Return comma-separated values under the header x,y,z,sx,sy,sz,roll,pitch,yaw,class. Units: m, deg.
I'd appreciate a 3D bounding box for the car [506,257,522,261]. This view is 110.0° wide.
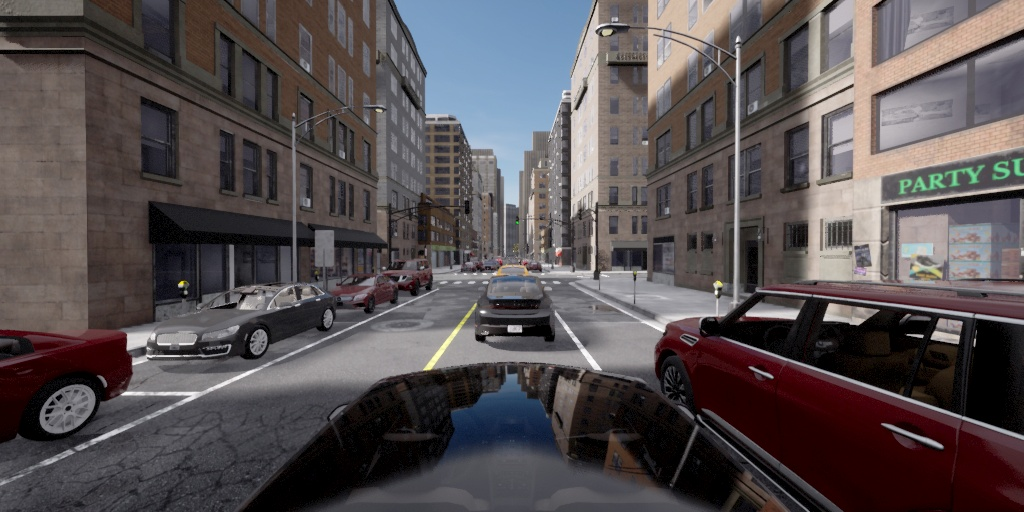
x,y,z,sx,sy,sz,roll,pitch,yaw,class
0.237,1.340,64.029,2.033,1.411,5.357,0,0,0,car

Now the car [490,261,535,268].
x,y,z,sx,sy,sz,roll,pitch,yaw,class
0.056,1.228,19.554,1.882,1.535,5.008,0,0,1,car

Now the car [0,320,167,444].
x,y,z,sx,sy,sz,roll,pitch,yaw,class
-5.668,1.295,2.622,1.888,1.381,4.507,0,0,0,car

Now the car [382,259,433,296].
x,y,z,sx,sy,sz,roll,pitch,yaw,class
-5.633,1.065,19.369,2.192,1.841,5.009,0,0,0,car

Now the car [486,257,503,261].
x,y,z,sx,sy,sz,roll,pitch,yaw,class
-2.977,1.330,57.203,2.033,1.411,5.357,0,0,0,car

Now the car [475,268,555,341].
x,y,z,sx,sy,sz,roll,pitch,yaw,class
0.079,1.254,9.819,1.837,1.490,4.892,0,0,0,car

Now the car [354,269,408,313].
x,y,z,sx,sy,sz,roll,pitch,yaw,class
-5.644,1.331,13.787,1.802,1.307,4.207,0,0,0,car

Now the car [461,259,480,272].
x,y,z,sx,sy,sz,roll,pitch,yaw,class
-5.576,1.350,46.369,1.802,1.307,4.207,0,0,0,car

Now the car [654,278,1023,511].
x,y,z,sx,sy,sz,roll,pitch,yaw,class
2.858,1.064,2.626,2.192,1.841,5.009,0,0,0,car

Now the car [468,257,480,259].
x,y,z,sx,sy,sz,roll,pitch,yaw,class
-5.565,1.090,51.934,2.192,1.841,5.009,0,0,0,car

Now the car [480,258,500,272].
x,y,z,sx,sy,sz,roll,pitch,yaw,class
-3.005,1.333,46.776,1.994,1.385,4.181,0,0,0,car

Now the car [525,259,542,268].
x,y,z,sx,sy,sz,roll,pitch,yaw,class
2.949,1.350,46.379,1.802,1.307,4.207,0,0,0,car

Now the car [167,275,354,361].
x,y,z,sx,sy,sz,roll,pitch,yaw,class
-5.656,1.299,8.204,2.007,1.370,4.403,0,0,0,car

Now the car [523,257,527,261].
x,y,z,sx,sy,sz,roll,pitch,yaw,class
2.961,1.300,52.112,1.751,1.417,4.829,0,0,0,car
